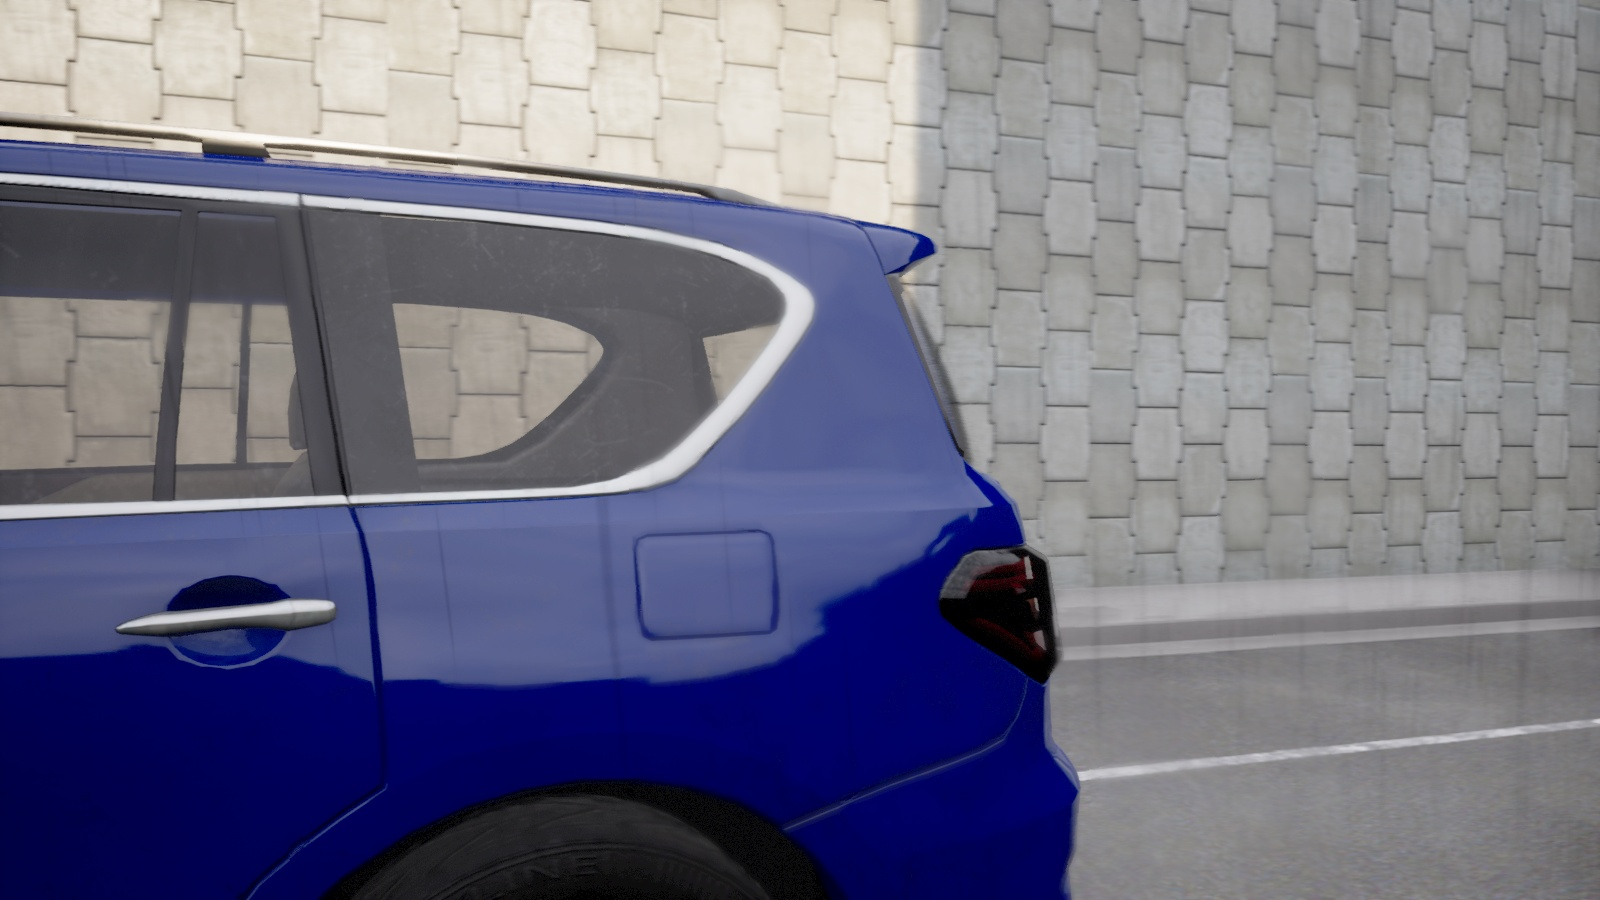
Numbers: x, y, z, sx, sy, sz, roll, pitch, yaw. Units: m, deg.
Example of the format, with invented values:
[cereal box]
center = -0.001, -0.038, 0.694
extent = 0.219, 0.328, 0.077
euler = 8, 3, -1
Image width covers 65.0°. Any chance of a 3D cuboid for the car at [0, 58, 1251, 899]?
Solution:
[car]
center = -2.118, 0.500, 2.432
extent = 5.566, 2.045, 2.150
euler = -1, 1, -21
